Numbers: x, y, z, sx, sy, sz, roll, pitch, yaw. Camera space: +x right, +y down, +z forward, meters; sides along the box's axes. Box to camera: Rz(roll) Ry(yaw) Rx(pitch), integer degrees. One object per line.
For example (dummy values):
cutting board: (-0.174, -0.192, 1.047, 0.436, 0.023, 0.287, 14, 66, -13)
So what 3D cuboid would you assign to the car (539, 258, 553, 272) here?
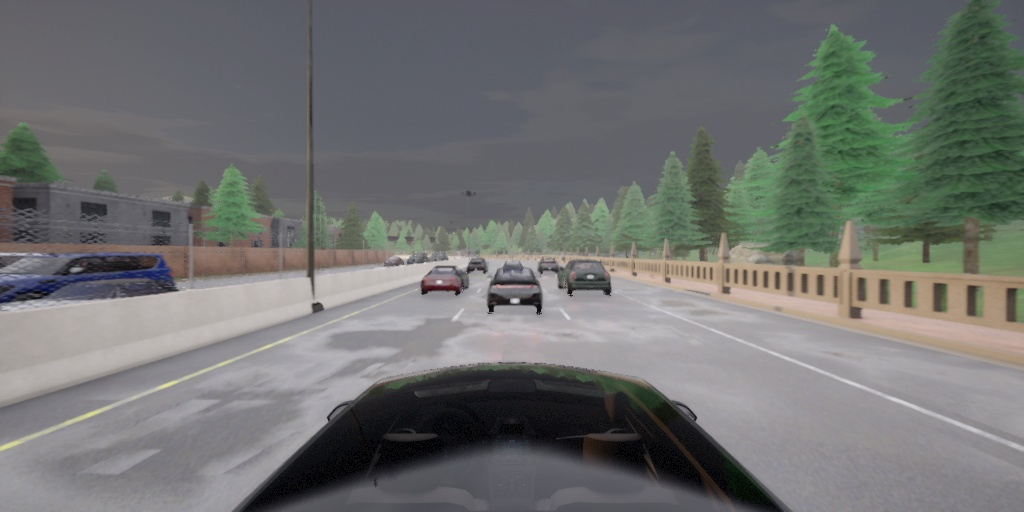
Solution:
car: (3.585, 0.963, 36.284, 2.128, 1.511, 4.902, 0, 0, 0)

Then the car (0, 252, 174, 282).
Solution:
car: (-14.104, 0.893, 11.526, 2.150, 2.045, 5.566, 0, 0, 0)

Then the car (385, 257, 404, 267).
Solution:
car: (-17.571, 0.855, 53.985, 1.812, 1.442, 4.674, 0, 1, 1)

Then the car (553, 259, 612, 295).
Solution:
car: (3.593, 0.965, 18.557, 2.097, 1.767, 4.553, 0, 0, 0)

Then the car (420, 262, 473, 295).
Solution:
car: (-3.407, 1.176, 18.810, 1.994, 1.385, 4.181, 0, 0, 0)

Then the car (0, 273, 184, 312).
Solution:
car: (-10.604, 1.291, 9.165, 1.895, 1.301, 4.718, 0, 0, 0)

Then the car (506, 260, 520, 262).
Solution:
car: (0.085, 1.080, 35.279, 1.895, 1.301, 4.718, 0, 0, 0)

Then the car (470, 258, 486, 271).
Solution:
car: (-3.416, 0.976, 36.347, 1.837, 1.490, 4.892, 0, 0, 0)

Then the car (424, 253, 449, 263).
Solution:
car: (-10.580, 0.569, 51.695, 2.150, 2.045, 5.566, 0, 1, 0)

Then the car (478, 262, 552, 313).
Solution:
car: (0.093, 1.147, 13.396, 2.128, 1.511, 4.902, 0, 0, 0)

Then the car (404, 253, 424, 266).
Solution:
car: (-14.074, 0.547, 54.142, 2.150, 2.045, 5.566, 0, 1, 1)
